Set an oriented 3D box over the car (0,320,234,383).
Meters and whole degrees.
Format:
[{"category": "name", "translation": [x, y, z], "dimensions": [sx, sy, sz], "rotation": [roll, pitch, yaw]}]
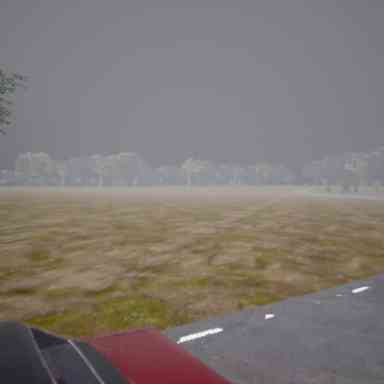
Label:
[{"category": "car", "translation": [-1.864, 1.643, 1.710], "dimensions": [4.718, 1.301, 1.895], "rotation": [1, -1, -34]}]
